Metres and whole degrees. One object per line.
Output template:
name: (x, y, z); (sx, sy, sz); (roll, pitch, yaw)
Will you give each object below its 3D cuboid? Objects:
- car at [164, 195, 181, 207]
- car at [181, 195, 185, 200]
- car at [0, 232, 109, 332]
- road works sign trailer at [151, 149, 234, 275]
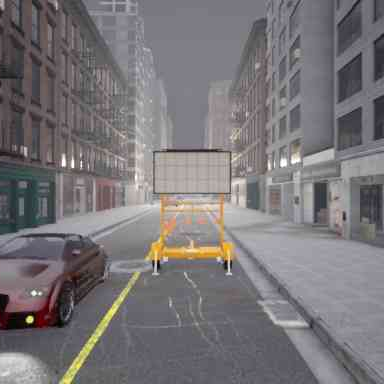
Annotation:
car: (-3.084, 1.451, 49.267); (1.882, 1.535, 5.008); (0, 0, 0)
car: (-2.977, 1.468, 90.300); (2.033, 1.411, 5.357); (0, 0, 0)
car: (-3.098, 1.563, 6.871); (1.994, 1.385, 4.181); (0, 0, 0)
road works sign trailer: (0.009, 0.462, 10.413); (2.380, 3.560, 2.880); (0, 0, 0)
